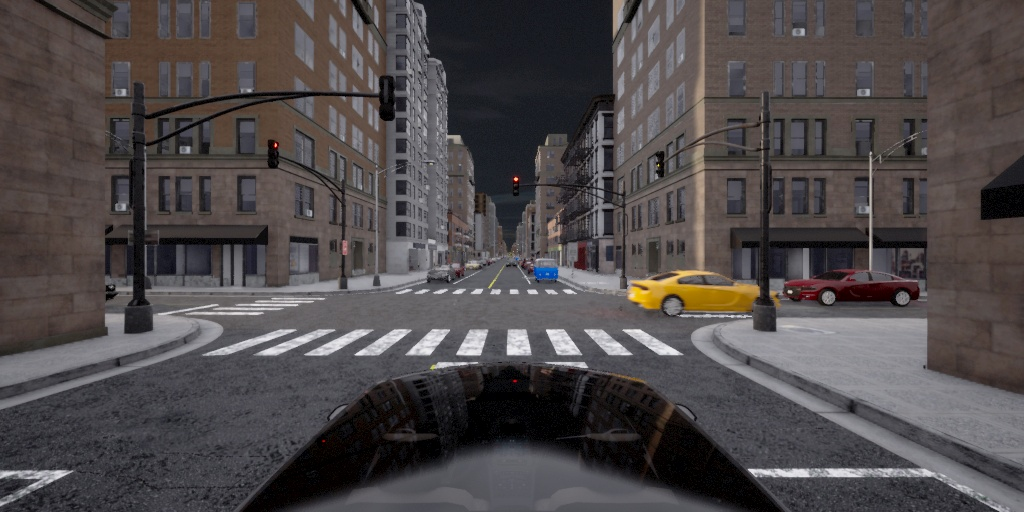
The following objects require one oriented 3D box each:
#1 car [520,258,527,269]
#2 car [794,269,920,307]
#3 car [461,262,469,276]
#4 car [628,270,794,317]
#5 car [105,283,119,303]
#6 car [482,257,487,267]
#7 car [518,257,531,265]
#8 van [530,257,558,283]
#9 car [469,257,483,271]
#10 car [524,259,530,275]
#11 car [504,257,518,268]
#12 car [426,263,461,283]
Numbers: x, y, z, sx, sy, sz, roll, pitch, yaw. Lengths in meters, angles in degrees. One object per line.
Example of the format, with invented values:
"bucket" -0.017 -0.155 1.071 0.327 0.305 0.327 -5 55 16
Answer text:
"car" 2.516 1.326 50.667 1.802 1.307 4.207 0 0 0
"car" 14.781 1.326 15.813 5.008 1.535 1.882 0 0 1
"car" -5.466 1.293 33.595 1.888 1.381 4.507 0 0 0
"car" 6.766 1.277 12.834 5.008 1.535 1.882 0 0 0
"car" -17.230 1.254 12.735 4.718 1.301 1.895 0 0 -2
"car" -5.522 1.306 56.323 1.948 1.339 4.313 0 0 0
"car" 2.503 1.055 56.349 2.192 1.841 5.009 0 0 0
"van" 2.572 1.089 27.942 1.690 1.789 3.998 0 0 0
"car" -5.508 1.269 50.471 1.751 1.417 4.829 0 0 0
"car" 2.544 1.330 39.304 1.802 1.307 4.207 0 0 0
"car" -0.050 1.337 61.551 1.895 1.301 4.718 0 0 0
"car" -5.453 1.299 27.913 2.007 1.370 4.403 0 0 0
